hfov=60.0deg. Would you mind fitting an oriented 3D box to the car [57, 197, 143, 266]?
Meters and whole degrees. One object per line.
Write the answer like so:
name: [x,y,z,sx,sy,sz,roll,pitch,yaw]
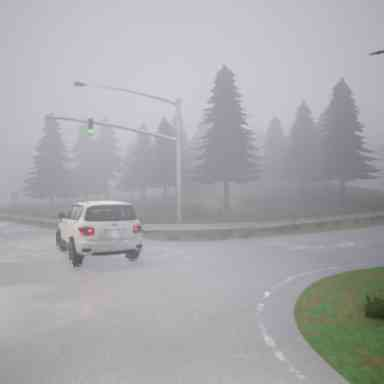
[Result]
car: [-3.620,1.353,12.461,2.150,2.045,5.566,0,-1,-28]
